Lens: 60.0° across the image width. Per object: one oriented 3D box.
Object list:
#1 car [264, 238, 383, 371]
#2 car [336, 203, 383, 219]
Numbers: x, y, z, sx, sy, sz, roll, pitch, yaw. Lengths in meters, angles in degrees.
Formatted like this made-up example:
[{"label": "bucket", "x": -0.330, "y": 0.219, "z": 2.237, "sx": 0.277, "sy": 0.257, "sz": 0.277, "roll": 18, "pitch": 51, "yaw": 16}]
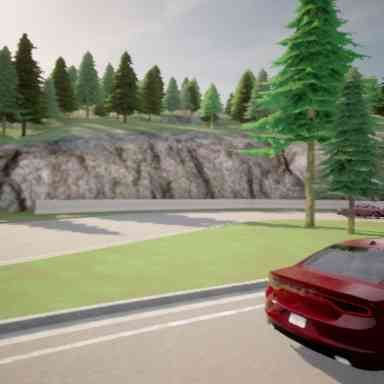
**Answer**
[{"label": "car", "x": 3.481, "y": 1.522, "z": 5.526, "sx": 5.008, "sy": 1.535, "sz": 1.882, "roll": 1, "pitch": 0, "yaw": -31}, {"label": "car", "x": 16.118, "y": 1.783, "z": 31.818, "sx": 4.181, "sy": 1.385, "sz": 1.994, "roll": 1, "pitch": 0, "yaw": 32}]
